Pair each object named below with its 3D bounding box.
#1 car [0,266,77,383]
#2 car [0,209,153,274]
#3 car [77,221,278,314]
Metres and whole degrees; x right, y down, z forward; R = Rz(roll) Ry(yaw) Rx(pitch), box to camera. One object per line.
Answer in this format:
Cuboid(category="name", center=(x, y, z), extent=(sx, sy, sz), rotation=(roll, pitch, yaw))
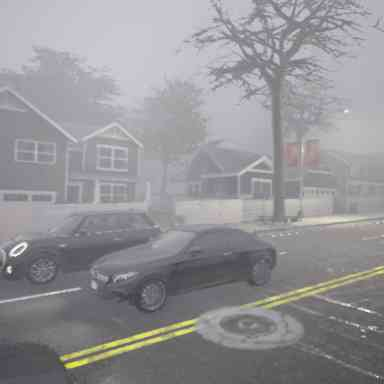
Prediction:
Cuboid(category="car", center=(-3.083, 1.557, 1.238), extent=(5.357, 1.411, 2.033), rotation=(0, 0, -36))
Cuboid(category="car", center=(-2.993, 1.336, 9.533), extent=(4.553, 1.767, 2.097), rotation=(0, 0, -35))
Cuboid(category="car", center=(0.031, 1.501, 7.697), extent=(4.674, 1.442, 1.812), rotation=(0, 0, -35))
